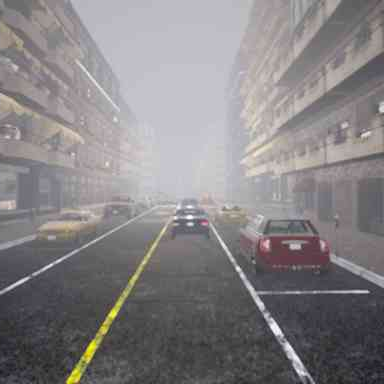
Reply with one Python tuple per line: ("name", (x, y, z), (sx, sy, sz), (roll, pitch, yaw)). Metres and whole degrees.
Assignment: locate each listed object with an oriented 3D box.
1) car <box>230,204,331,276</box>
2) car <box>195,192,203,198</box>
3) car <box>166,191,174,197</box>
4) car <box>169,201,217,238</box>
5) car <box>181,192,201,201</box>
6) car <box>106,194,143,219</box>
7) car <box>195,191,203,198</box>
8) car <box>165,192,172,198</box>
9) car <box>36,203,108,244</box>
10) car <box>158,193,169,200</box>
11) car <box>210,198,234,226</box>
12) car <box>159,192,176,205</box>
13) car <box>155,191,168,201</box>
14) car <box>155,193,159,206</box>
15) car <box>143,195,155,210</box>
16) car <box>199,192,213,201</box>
("car", (2.481, 1.327, 9.987), (1.967, 1.590, 4.097), (0, 1, -1))
("car", (1.766, 0.798, 82.120), (1.802, 1.307, 4.206), (0, 1, -1))
("car", (-6.231, 0.614, 93.116), (1.967, 1.590, 4.097), (0, 1, -1))
("car", (-0.083, 1.394, 16.594), (2.033, 1.411, 5.357), (0, 1, 0))
("car", (-0.288, 1.115, 39.108), (1.882, 1.535, 5.008), (0, 1, 0))
("car", (-5.562, 1.112, 26.533), (2.192, 1.841, 5.009), (0, 1, -1))
("car", (1.712, 0.604, 87.667), (1.967, 1.590, 4.097), (0, 1, -1))
("car", (-6.173, 0.808, 87.569), (1.802, 1.307, 4.206), (0, 1, -1))
("car", (-5.452, 1.426, 15.268), (1.752, 1.417, 4.829), (0, 1, -1))
("car", (-6.003, 0.949, 70.924), (1.947, 1.339, 4.313), (0, 1, -1))
("car", (2.369, 1.309, 21.255), (1.752, 1.417, 4.829), (0, 1, -1))
("car", (-3.216, 1.129, 47.595), (2.033, 1.411, 5.357), (0, 1, -1))
("car", (-5.947, 0.751, 65.373), (2.192, 1.841, 5.009), (0, 1, -1))
("car", (-5.729, 1.209, 43.181), (1.947, 1.339, 4.313), (0, 1, -1))
("car", (-5.674, 1.245, 37.633), (2.008, 1.369, 4.403), (0, 1, -1))
("car", (2.096, 0.969, 48.827), (1.967, 1.590, 4.097), (0, 1, -1))
